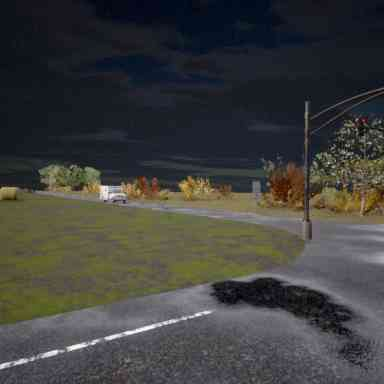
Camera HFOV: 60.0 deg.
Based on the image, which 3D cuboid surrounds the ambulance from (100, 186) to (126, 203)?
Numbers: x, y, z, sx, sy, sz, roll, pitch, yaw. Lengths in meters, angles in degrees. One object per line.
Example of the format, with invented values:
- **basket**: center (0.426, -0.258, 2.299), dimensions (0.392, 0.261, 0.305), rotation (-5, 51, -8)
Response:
- **ambulance**: center (-11.873, 0.341, 50.071), dimensions (2.351, 2.431, 6.366), rotation (2, 0, -32)
